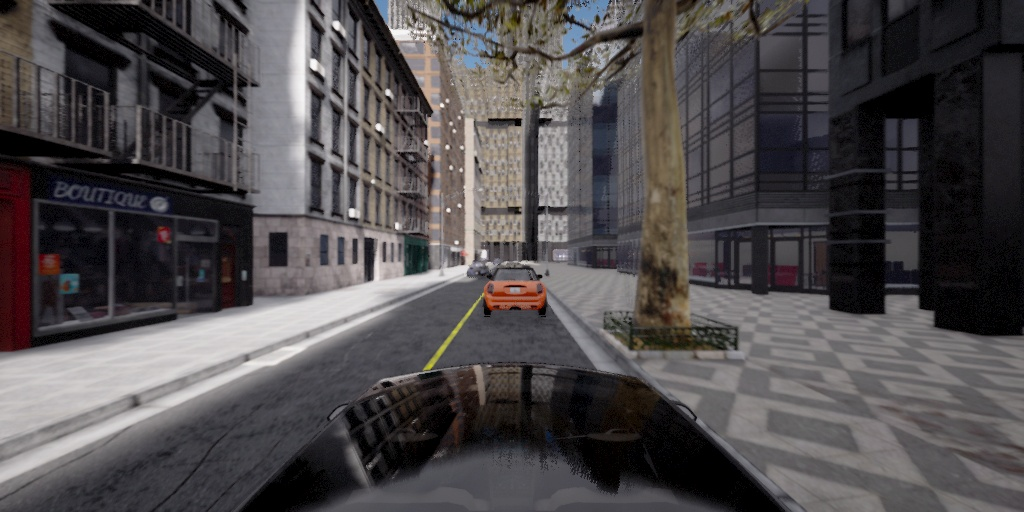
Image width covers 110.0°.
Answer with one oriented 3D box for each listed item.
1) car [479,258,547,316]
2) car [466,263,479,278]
[{"bbox_3d":[0.101,1.103,13.519,2.097,1.767,4.553,0,0,0],"label":"car"},{"bbox_3d":[-3.094,1.308,33.541,1.994,1.385,4.181,0,0,0],"label":"car"}]
